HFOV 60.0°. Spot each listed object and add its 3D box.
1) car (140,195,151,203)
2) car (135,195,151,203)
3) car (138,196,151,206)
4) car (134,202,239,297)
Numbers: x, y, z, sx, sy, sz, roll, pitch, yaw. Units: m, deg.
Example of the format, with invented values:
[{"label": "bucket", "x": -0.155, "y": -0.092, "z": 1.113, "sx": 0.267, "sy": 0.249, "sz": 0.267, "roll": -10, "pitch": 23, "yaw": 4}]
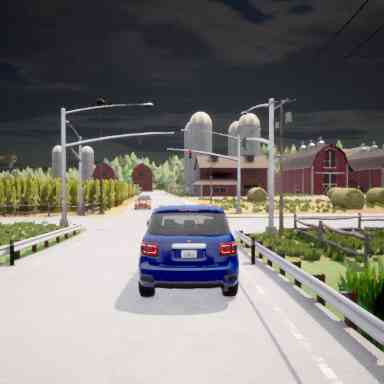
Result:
[{"label": "car", "x": -8.849, "y": 1.234, "z": 63.135, "sx": 1.994, "sy": 1.385, "sz": 4.181, "roll": 0, "pitch": 1, "yaw": -7}, {"label": "car", "x": -6.390, "y": 1.335, "z": 43.508, "sx": 2.097, "sy": 1.767, "sz": 4.553, "roll": 0, "pitch": 1, "yaw": -7}, {"label": "car", "x": -7.602, "y": 1.393, "z": 53.170, "sx": 1.994, "sy": 1.385, "sz": 4.181, "roll": 0, "pitch": 1, "yaw": -8}, {"label": "car", "x": -0.109, "y": 1.365, "z": 9.053, "sx": 2.150, "sy": 2.045, "sz": 5.566, "roll": 0, "pitch": -2, "yaw": -1}]
